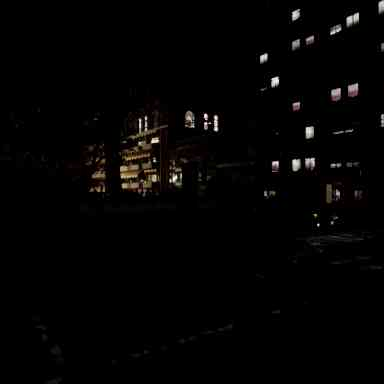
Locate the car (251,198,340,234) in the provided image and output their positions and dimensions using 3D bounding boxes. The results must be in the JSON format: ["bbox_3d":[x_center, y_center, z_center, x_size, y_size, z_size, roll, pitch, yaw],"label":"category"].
[{"bbox_3d":[6.432,1.429,21.106,2.150,2.045,5.566,0,-1,-32],"label":"car"}]

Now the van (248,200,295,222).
[{"bbox_3d":[7.160,1.642,30.208,1.690,1.788,3.998,-1,0,-36],"label":"van"}]
